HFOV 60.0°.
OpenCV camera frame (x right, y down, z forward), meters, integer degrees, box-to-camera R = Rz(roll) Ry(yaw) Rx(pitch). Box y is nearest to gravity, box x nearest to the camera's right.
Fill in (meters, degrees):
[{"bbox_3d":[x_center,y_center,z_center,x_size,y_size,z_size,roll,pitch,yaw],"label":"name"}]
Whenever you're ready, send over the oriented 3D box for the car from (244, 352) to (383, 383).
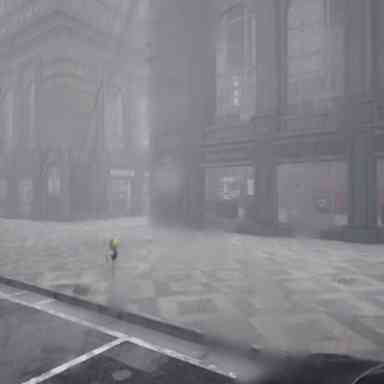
[{"bbox_3d":[2.065,1.557,1.485,4.313,1.339,1.947,-1,0,36],"label":"car"}]
